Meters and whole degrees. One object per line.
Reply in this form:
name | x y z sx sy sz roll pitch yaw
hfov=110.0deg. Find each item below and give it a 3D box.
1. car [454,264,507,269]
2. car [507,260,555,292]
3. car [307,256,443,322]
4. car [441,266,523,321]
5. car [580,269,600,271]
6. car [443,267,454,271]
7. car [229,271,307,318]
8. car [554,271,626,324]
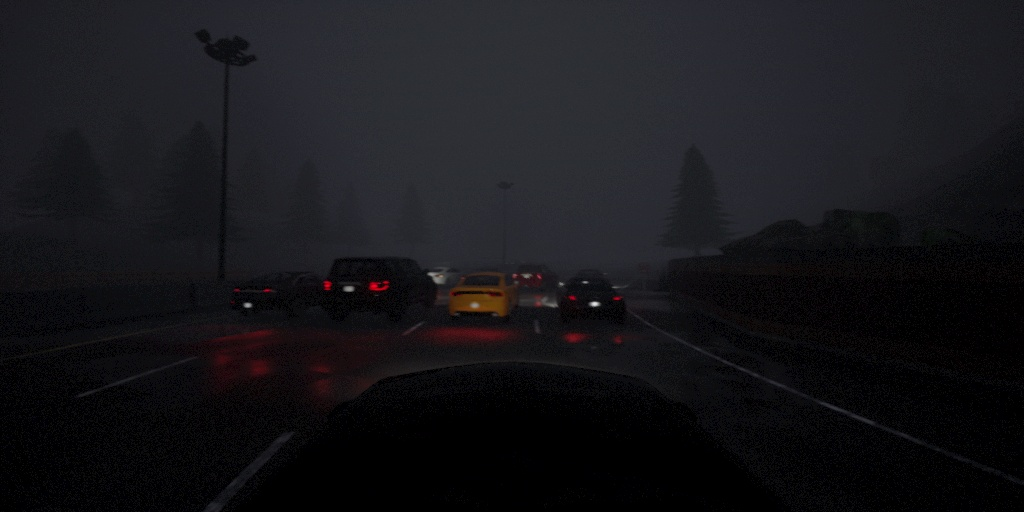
car | -1.682 1.519 25.017 2.033 1.411 5.357 0 -1 21
car | 1.637 1.315 23.888 2.097 1.767 4.553 0 -1 21
car | -4.398 1.044 12.799 2.150 2.045 5.566 0 -1 5
car | -0.841 1.314 12.987 1.882 1.535 5.008 0 0 6
car | 5.017 1.525 22.904 1.994 1.385 4.181 0 0 21
car | -4.818 1.508 26.585 1.812 1.442 4.674 0 0 21
car | -7.845 1.313 13.357 2.128 1.511 4.902 0 -1 5
car | 2.624 1.406 12.535 1.994 1.385 4.181 0 -1 5
